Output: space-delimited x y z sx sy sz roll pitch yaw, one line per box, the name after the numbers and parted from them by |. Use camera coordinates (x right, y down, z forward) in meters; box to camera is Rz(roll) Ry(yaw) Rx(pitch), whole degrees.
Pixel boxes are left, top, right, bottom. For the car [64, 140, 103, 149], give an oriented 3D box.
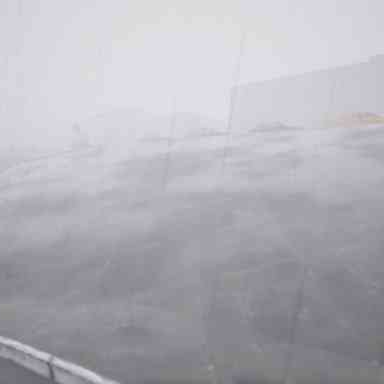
-11.536 -4.955 36.551 4.553 1.767 2.185 2 1 37 | car

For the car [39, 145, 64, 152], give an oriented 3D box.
-15.898 -4.934 39.894 4.674 1.452 2.002 2 1 37 | car

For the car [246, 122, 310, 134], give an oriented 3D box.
5.995 -4.162 23.267 4.674 1.452 2.002 2 2 36 | car

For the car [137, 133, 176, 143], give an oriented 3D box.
-2.858 -4.538 29.899 4.892 1.521 2.231 2 1 37 | car

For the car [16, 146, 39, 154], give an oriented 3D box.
-20.399 -5.248 43.343 4.553 1.767 2.185 2 1 37 | car

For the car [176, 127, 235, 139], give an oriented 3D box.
1.526 -4.379 26.549 4.892 1.521 2.231 2 2 37 | car

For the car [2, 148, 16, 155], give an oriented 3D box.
-24.779 -5.389 46.701 4.553 1.767 2.185 2 1 37 | car

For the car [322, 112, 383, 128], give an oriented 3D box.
10.534 -4.020 20.080 5.008 1.535 2.097 2 2 35 | car
